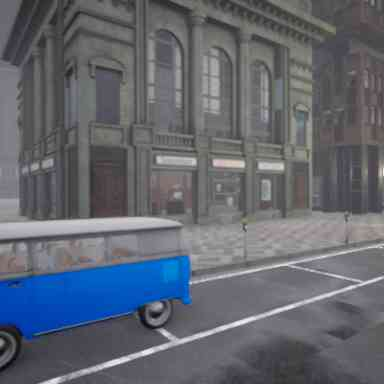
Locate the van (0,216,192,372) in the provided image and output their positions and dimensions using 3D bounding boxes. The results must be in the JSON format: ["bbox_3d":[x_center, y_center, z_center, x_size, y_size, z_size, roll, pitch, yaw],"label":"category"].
[{"bbox_3d":[-1.910,1.337,5.290,3.998,1.788,1.690,0,0,-36],"label":"van"}]
